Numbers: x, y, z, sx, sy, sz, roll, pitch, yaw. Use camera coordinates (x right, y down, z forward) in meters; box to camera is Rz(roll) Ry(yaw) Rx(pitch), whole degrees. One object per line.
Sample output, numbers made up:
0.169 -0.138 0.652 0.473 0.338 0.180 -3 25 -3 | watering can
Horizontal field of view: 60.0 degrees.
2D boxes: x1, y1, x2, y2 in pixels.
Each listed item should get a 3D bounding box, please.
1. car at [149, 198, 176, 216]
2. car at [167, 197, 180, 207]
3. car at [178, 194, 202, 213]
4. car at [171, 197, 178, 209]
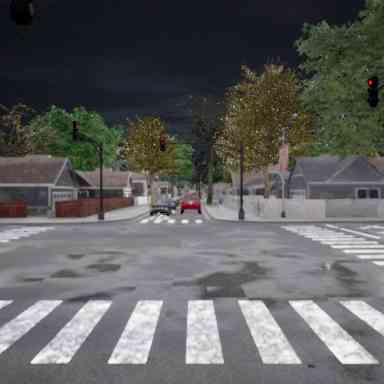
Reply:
-2.998 1.584 33.016 2.033 1.411 5.357 0 0 1 | car
-2.977 1.595 53.155 1.812 1.442 4.674 0 0 0 | car
-0.113 1.265 37.597 2.150 2.045 5.566 0 0 0 | car
-2.968 1.616 42.904 1.994 1.385 4.181 0 0 0 | car
